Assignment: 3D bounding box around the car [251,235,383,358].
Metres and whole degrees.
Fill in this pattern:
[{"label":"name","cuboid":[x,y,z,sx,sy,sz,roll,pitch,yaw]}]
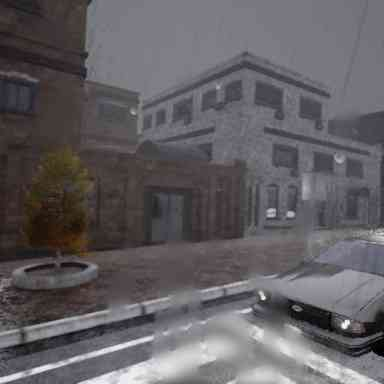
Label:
[{"label":"car","cuboid":[3.569,1.572,6.238,5.357,1.411,2.033,0,0,-36]}]
